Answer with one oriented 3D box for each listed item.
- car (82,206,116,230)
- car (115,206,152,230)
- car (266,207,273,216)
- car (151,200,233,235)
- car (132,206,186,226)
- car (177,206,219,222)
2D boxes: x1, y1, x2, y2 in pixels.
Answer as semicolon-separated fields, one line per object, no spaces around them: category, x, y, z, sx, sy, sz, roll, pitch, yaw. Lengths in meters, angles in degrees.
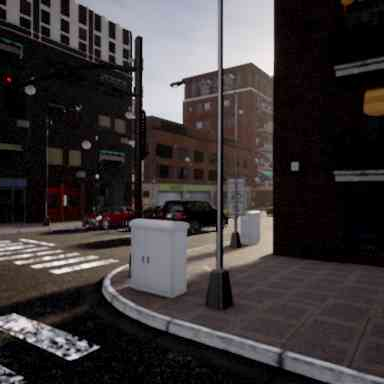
car;-5.665;1.732;23.331;1.967;1.590;4.097;-1;-2;35
car;-2.649;1.838;23.099;1.837;1.490;4.892;0;-1;35
car;11.135;2.387;42.779;1.895;1.301;4.718;0;-1;35
car;0.220;1.578;21.729;2.150;2.045;5.566;0;-1;36
car;-2.600;1.918;27.717;1.752;1.417;4.829;-1;-2;35
car;0.660;2.066;32.383;1.947;1.339;4.313;-1;-2;35
